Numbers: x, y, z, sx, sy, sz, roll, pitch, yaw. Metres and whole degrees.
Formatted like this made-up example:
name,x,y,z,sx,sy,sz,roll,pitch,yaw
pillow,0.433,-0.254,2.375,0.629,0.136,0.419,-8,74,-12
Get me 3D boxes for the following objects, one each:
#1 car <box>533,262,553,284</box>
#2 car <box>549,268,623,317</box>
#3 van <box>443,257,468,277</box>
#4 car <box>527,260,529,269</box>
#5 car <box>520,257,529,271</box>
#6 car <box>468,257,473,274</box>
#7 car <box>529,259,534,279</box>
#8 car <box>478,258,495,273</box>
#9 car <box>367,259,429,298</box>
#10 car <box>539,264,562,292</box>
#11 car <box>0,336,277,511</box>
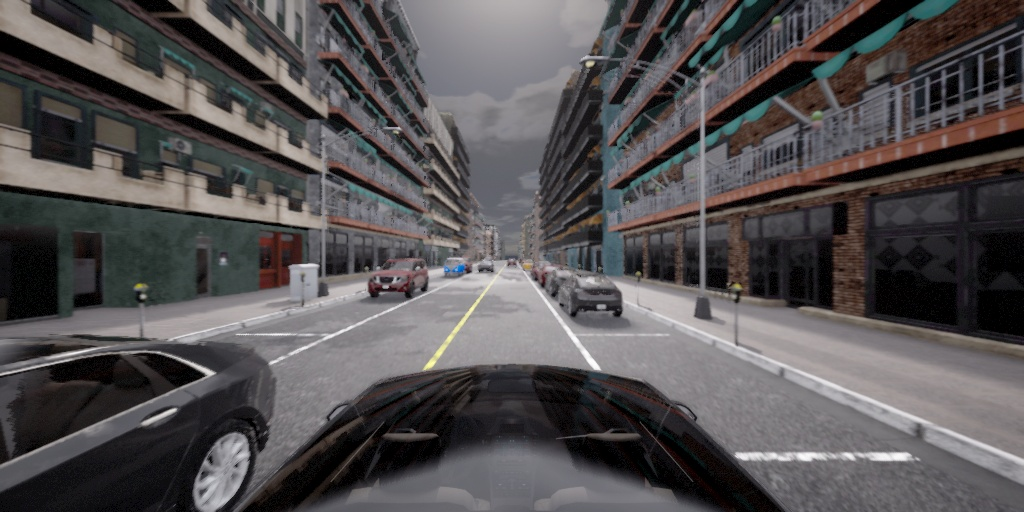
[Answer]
name,x,y,z,sx,sy,sz,roll,pitch,yaw
car,2.691,1.289,24.287,1.888,1.381,4.507,0,0,0
car,2.691,1.298,12.962,2.007,1.370,4.403,0,0,0
van,-5.690,1.086,35.631,1.690,1.789,3.998,0,0,0
car,2.691,1.328,35.609,1.802,1.307,4.207,0,0,0
car,2.350,1.223,48.747,1.801,1.575,5.366,0,0,0
car,-5.690,1.067,41.290,2.192,1.841,5.009,0,0,0
car,2.690,1.184,29.947,1.967,1.591,4.097,0,0,0
car,-3.087,1.303,43.729,2.033,1.411,5.357,0,0,0
car,-5.690,1.059,18.645,2.192,1.841,5.009,0,0,0
car,2.691,1.296,18.624,2.007,1.370,4.403,0,0,0
car,-3.100,1.255,1.355,1.837,1.490,4.892,0,0,0
